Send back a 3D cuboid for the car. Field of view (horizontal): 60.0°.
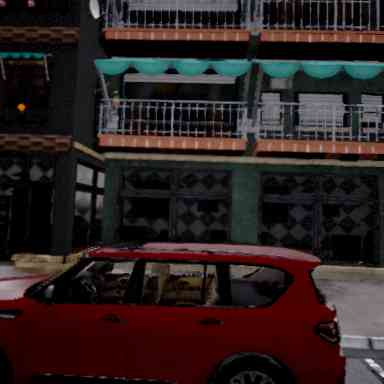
[{"bbox_3d":[-0.678,1.576,4.373,5.009,1.841,2.192,2,-4,3],"label":"car"}]
